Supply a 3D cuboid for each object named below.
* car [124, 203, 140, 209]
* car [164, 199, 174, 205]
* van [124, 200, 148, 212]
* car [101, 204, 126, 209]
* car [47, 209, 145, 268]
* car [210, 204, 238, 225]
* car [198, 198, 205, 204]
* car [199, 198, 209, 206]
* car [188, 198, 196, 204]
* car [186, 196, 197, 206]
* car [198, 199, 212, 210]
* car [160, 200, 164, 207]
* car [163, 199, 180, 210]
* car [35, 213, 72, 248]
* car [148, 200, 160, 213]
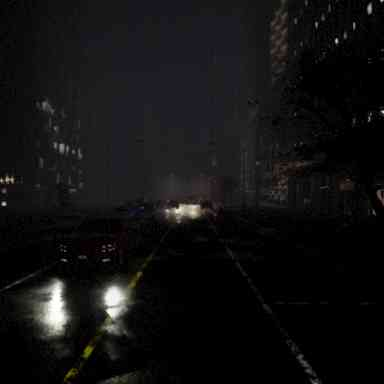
[{"bbox_3d":[-5.713,1.821,26.838,1.887,1.381,4.507,-1,-1,0],"label":"car"},{"bbox_3d":[-5.737,2.453,83.084,2.008,1.369,4.403,-1,-1,0],"label":"car"},{"bbox_3d":[-5.718,1.678,32.464,1.690,1.788,3.998,-1,-1,0],"label":"van"},{"bbox_3d":[-5.711,1.741,21.044,1.752,1.417,4.829,-1,-1,0],"label":"car"},{"bbox_3d":[-3.105,1.599,11.940,1.882,1.535,5.008,0,-1,0],"label":"car"},{"bbox_3d":[2.668,1.858,26.842,1.802,1.307,4.206,-1,-1,0],"label":"car"},{"bbox_3d":[2.638,2.561,94.509,1.752,1.417,4.829,-1,-1,0],"label":"car"},{"bbox_3d":[2.646,2.212,71.840,1.967,1.590,4.097,-1,-1,0],"label":"car"},{"bbox_3d":[-0.036,2.272,87.003,1.882,1.535,5.008,0,-1,0],"label":"car"},{"bbox_3d":[-0.032,1.844,70.723,2.150,2.045,5.566,0,-1,0],"label":"car"},{"bbox_3d":[2.330,2.081,52.716,1.812,1.442,4.674,0,-1,0],"label":"car"},{"bbox_3d":[-5.727,2.195,60.586,2.008,1.369,4.403,-1,-1,0],"label":"car"},{"bbox_3d":[-3.094,2.089,53.362,1.812,1.442,4.674,0,0,0],"label":"car"},{"bbox_3d":[-5.708,1.710,15.588,2.008,1.369,4.403,-1,-1,0],"label":"car"},{"bbox_3d":[-5.720,2.002,43.711,1.887,1.381,4.507,-1,-1,0],"label":"car"}]
